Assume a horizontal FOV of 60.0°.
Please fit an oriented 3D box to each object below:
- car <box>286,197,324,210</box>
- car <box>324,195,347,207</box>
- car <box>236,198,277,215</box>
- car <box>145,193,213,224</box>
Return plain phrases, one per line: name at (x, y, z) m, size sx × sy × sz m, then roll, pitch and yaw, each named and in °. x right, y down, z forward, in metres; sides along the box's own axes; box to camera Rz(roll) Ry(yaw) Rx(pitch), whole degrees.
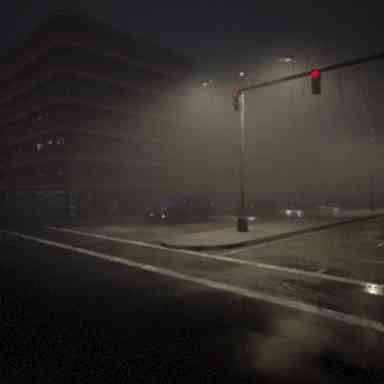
car at (12.871, 1.301, 38.468) m, size 2.033 × 1.411 × 5.357 m, roll 0°, pitch 0°, yaw 43°
car at (19.735, 1.185, 45.674) m, size 1.837 × 1.490 × 4.892 m, roll 0°, pitch 0°, yaw 44°
car at (6.093, 1.304, 31.299) m, size 1.882 × 1.535 × 5.008 m, roll 0°, pitch 0°, yaw 43°
car at (-0.779, 1.123, 24.032) m, size 2.150 × 2.045 × 5.566 m, roll 0°, pitch 0°, yaw 43°
